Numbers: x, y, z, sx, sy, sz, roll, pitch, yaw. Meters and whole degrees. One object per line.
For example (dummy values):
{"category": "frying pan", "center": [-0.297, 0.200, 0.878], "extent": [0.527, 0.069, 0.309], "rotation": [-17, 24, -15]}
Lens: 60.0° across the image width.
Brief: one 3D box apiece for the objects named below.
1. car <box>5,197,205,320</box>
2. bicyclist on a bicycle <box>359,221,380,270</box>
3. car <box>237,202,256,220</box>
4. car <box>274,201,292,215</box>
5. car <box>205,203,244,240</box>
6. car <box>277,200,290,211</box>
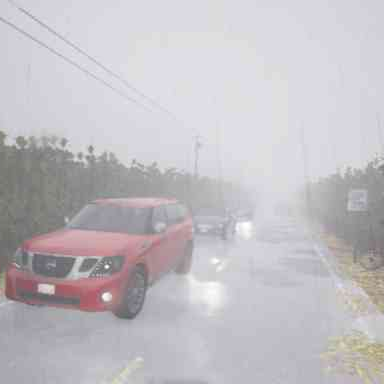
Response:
{"category": "car", "center": [-1.496, 1.153, 7.749], "extent": [2.150, 2.045, 5.566], "rotation": [2, 0, 15]}
{"category": "bicyclist on a bicycle", "center": [6.126, 1.681, 10.353], "extent": [1.656, 1.620, 0.582], "rotation": [2, 0, 15]}
{"category": "car", "center": [4.678, 1.641, 29.938], "extent": [2.128, 1.511, 4.902], "rotation": [2, 0, 16]}
{"category": "car", "center": [10.748, 1.940, 39.219], "extent": [1.994, 1.385, 4.181], "rotation": [2, 0, 16]}
{"category": "car", "center": [1.202, 1.518, 17.463], "extent": [2.128, 1.511, 4.902], "rotation": [2, 0, 15]}
{"category": "car", "center": [13.514, 1.999, 49.231], "extent": [1.812, 1.442, 4.674], "rotation": [2, 0, 15]}
